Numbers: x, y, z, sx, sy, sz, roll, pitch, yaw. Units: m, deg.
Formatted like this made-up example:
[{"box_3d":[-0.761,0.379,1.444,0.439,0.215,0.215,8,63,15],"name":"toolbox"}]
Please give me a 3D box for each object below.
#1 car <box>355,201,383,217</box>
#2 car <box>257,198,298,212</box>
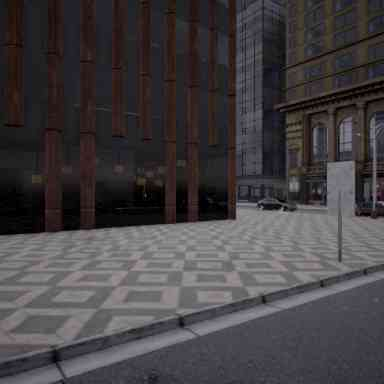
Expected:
[{"box_3d":[15.678,1.499,28.106,2.033,1.411,5.357,0,0,-35],"name":"car"},{"box_3d":[9.405,1.426,36.924,1.837,1.490,4.892,0,0,-36],"name":"car"}]
